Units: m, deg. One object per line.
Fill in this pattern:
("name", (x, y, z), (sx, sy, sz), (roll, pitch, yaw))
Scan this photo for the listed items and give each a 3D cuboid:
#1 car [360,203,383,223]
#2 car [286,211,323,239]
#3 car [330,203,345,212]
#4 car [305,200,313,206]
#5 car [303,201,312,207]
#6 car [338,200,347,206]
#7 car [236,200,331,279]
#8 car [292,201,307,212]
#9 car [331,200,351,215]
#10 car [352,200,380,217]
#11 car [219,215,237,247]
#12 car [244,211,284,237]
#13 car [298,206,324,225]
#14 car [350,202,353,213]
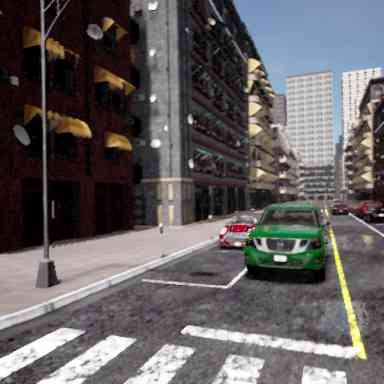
("car", (16.149, 1.945, 28.921), (1.947, 1.339, 4.313), (-2, -2, 21))
("car", (7.002, 1.943, 20.443), (1.895, 1.301, 4.718), (-1, -1, 22))
("car", (22.191, 2.361, 50.948), (1.895, 1.301, 4.718), (-1, -1, 22))
("car", (31.193, 2.867, 88.572), (1.967, 1.590, 4.097), (-2, -2, 21))
("car", (27.063, 2.793, 78.088), (1.752, 1.417, 4.829), (-2, -2, 21))
("car", (36.560, 2.694, 80.698), (1.752, 1.417, 4.829), (-2, -2, 21))
("car", (3.388, 1.422, 11.252), (2.150, 2.045, 5.566), (-1, -1, 23))
("car", (16.948, 2.318, 52.439), (1.967, 1.590, 4.097), (-2, -2, 21))
("car", (18.538, 2.144, 41.680), (1.812, 1.442, 4.674), (-1, -1, 22))
("car", (18.177, 1.773, 34.090), (2.192, 1.841, 5.009), (-2, -2, 21))
("car", (2.702, 1.762, 16.306), (1.967, 1.590, 4.097), (-2, -2, 21))
("car", (4.741, 1.984, 21.464), (1.802, 1.307, 4.206), (-2, -2, 21))
("car", (10.709, 2.051, 29.835), (1.994, 1.385, 4.181), (-1, -1, 21))
("car", (20.218, 2.088, 39.245), (2.008, 1.369, 4.403), (-2, -2, 21))
